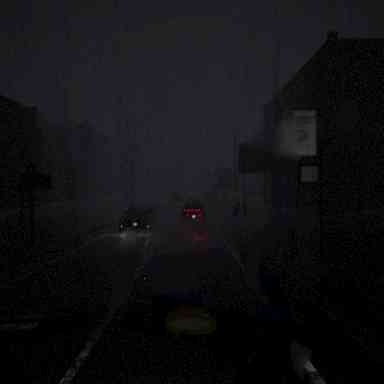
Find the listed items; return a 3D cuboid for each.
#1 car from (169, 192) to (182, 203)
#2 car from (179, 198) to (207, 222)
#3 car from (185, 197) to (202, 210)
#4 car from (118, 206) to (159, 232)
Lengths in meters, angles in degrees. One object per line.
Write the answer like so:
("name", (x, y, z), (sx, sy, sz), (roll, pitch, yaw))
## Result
("car", (-2.967, 0.996, 61.901), (2.150, 2.045, 5.566), (0, 0, 1))
("car", (0.127, 1.463, 25.761), (1.837, 1.490, 4.892), (0, 0, 0))
("car", (0.145, 1.443, 42.130), (2.033, 1.411, 5.357), (0, 0, 0))
("car", (-3.078, 1.536, 19.883), (1.994, 1.385, 4.181), (0, 0, 0))
